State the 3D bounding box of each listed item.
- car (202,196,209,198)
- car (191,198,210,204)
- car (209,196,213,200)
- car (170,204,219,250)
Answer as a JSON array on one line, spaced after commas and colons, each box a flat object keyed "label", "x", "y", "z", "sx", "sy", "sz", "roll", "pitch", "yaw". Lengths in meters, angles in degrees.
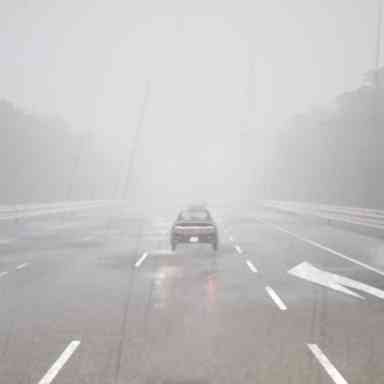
[{"label": "car", "x": 1.360, "y": 1.675, "z": 51.512, "sx": 1.812, "sy": 1.442, "sz": 4.674, "roll": 0, "pitch": 0, "yaw": 3}, {"label": "car", "x": 0.583, "y": 1.599, "z": 33.459, "sx": 1.812, "sy": 1.442, "sz": 4.674, "roll": 0, "pitch": 0, "yaw": 2}, {"label": "car", "x": 3.309, "y": 1.817, "z": 80.739, "sx": 2.128, "sy": 1.511, "sz": 4.902, "roll": 0, "pitch": 0, "yaw": 5}, {"label": "car", "x": 0.116, "y": 1.506, "z": 14.382, "sx": 2.128, "sy": 1.511, "sz": 4.902, "roll": 0, "pitch": 0, "yaw": 1}]
